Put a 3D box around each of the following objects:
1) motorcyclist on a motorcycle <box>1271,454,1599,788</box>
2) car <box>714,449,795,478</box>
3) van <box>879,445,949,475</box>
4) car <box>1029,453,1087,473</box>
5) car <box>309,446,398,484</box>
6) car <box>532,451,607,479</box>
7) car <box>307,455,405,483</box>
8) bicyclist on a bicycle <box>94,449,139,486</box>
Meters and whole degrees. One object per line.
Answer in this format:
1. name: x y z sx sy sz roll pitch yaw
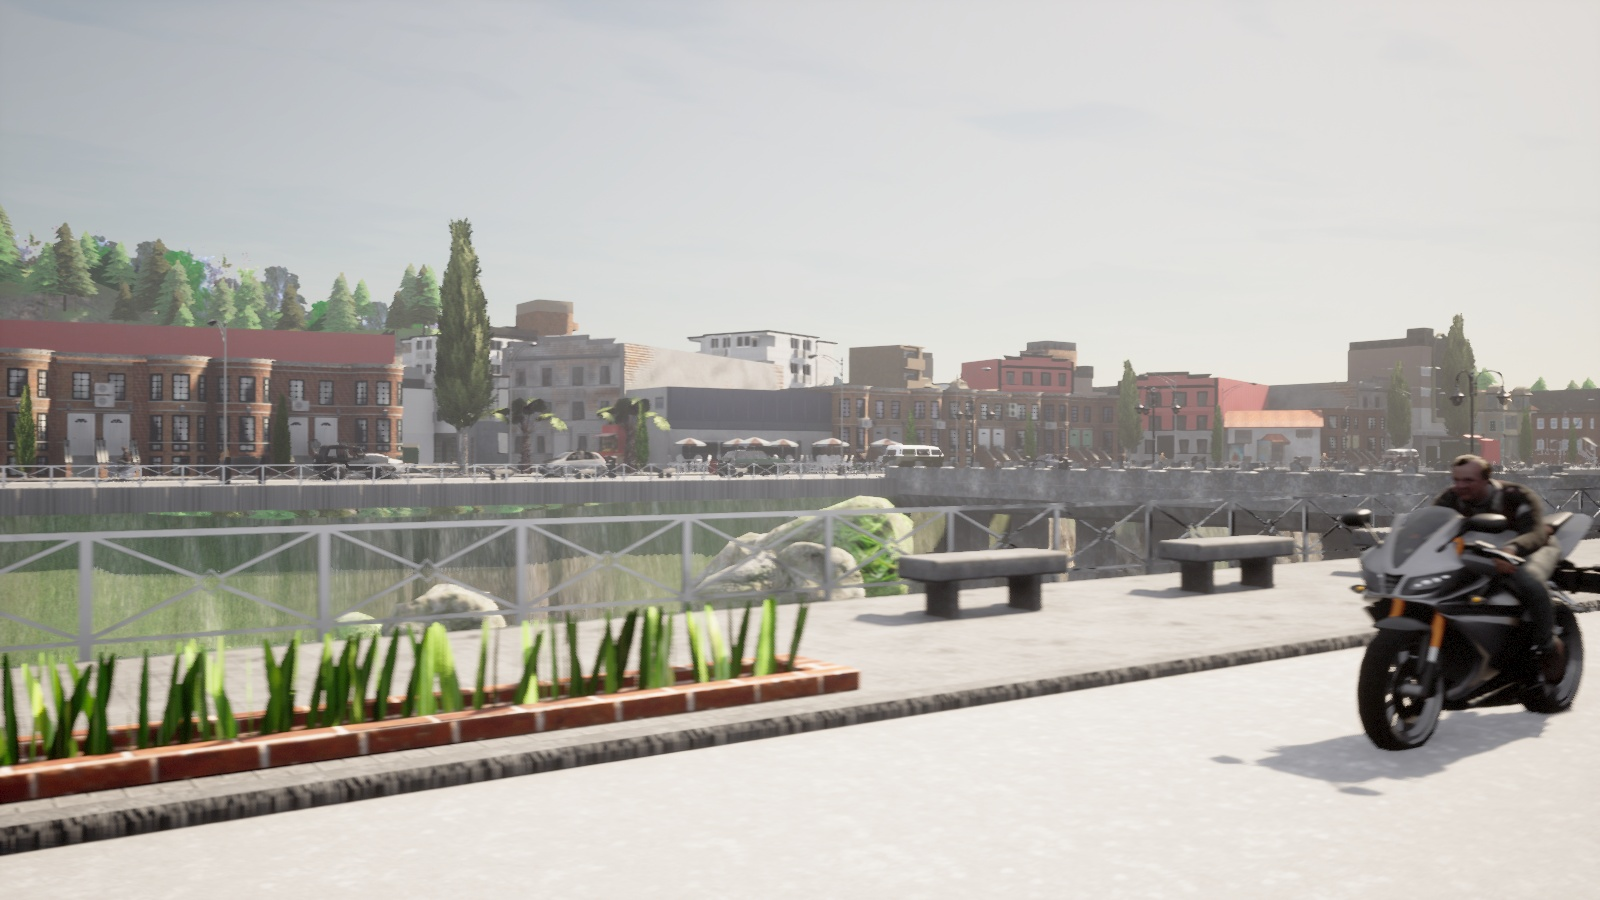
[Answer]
1. motorcyclist on a motorcycle: 3.581 0.789 6.760 2.191 1.530 0.866 0 0 -35
2. car: -2.777 0.799 77.480 4.553 1.767 2.097 0 0 -35
3. van: 7.708 0.660 84.783 4.480 2.038 2.069 0 0 -35
4. car: 19.055 0.945 92.685 4.193 1.474 1.816 0 0 -35
5. car: -22.626 0.745 63.656 3.866 1.878 1.905 0 0 -35
6. car: -13.720 0.855 74.731 3.988 1.617 1.851 0 0 -35
7. car: -23.877 0.987 67.657 4.674 1.442 1.812 0 0 -35
8. bicyclist on a bicycle: -33.272 0.835 61.114 1.843 1.776 0.659 0 0 -35
